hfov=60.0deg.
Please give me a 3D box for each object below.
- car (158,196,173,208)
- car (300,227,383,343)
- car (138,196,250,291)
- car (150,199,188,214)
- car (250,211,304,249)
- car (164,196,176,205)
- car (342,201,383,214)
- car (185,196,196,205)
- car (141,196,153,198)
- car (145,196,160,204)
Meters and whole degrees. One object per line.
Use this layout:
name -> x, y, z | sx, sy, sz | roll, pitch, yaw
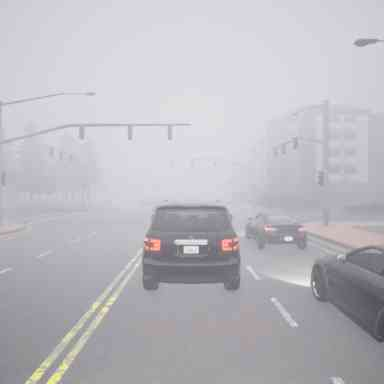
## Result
car -> -3.898, 1.476, 50.438 | 1.882, 1.535, 5.008 | 0, 0, 0
car -> 3.566, 1.564, 5.624 | 1.994, 1.385, 4.181 | 0, 0, 0
car -> -0.007, 1.221, 9.174 | 2.150, 2.045, 5.566 | 0, 0, 0
car -> -2.403, 1.562, 36.416 | 1.994, 1.385, 4.181 | 0, 0, 34
car -> 3.492, 1.525, 14.345 | 1.812, 1.442, 4.674 | 0, 0, 0
car -> -3.943, 1.475, 59.854 | 1.882, 1.535, 5.008 | 0, 0, 0
car -> 18.031, 1.600, 34.062 | 4.718, 1.301, 1.895 | 0, 0, -2
car -> -0.277, 1.475, 60.967 | 1.882, 1.535, 5.008 | 0, 0, 0
car -> -7.404, 1.476, 53.012 | 1.882, 1.535, 5.008 | 0, 0, -1
car -> -7.448, 1.489, 63.281 | 2.128, 1.511, 4.902 | 0, 0, 0
